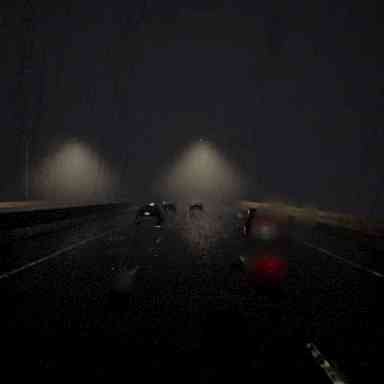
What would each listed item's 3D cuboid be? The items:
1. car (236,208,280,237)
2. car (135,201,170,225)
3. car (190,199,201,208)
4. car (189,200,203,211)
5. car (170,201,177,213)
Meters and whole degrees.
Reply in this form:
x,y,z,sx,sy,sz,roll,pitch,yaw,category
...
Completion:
x,y,z,sx,sy,sz,roll,pitch,yaw,category
3.724,1.684,19.163,1.837,1.490,4.892,0,-1,1,car
-3.214,1.677,26.421,2.033,1.649,4.856,0,-1,1,car
0.665,2.160,63.133,2.033,1.411,5.357,0,-1,1,car
0.580,1.955,48.053,2.128,1.511,4.902,0,0,0,car
-3.057,1.915,44.213,2.128,1.511,4.902,0,0,1,car
